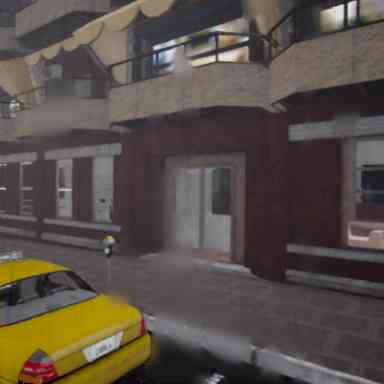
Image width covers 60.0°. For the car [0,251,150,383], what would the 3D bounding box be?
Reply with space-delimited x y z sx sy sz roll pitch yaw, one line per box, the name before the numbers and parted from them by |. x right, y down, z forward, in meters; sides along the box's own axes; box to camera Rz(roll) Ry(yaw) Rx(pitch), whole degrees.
car | -2.766 1.521 4.683 4.829 1.417 1.752 0 1 36
